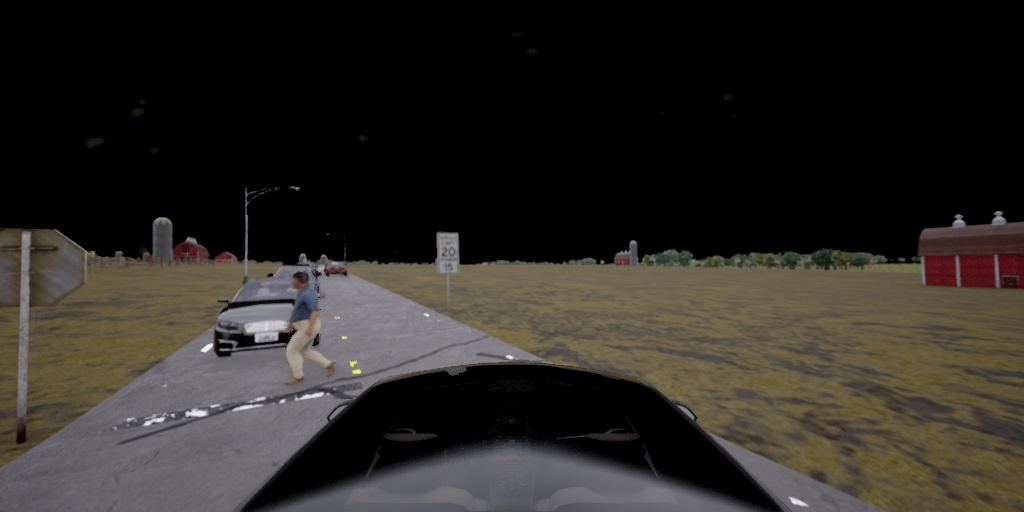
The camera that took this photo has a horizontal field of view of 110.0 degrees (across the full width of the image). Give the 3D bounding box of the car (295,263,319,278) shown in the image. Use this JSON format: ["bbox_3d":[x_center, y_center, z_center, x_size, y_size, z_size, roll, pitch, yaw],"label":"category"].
[{"bbox_3d":[-22.930,1.533,40.220,2.128,1.511,4.902,0,0,-29],"label":"car"}]

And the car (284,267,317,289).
[{"bbox_3d":[-15.118,1.493,25.807,1.895,1.301,4.718,0,0,-29],"label":"car"}]

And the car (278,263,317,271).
[{"bbox_3d":[-10.601,1.200,17.574,2.097,1.767,4.553,0,0,-29],"label":"car"}]

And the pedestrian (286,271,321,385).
[{"bbox_3d":[-3.300,1.077,5.715,0.375,1.860,0.375,2,-3,-29],"label":"pedestrian"}]

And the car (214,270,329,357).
[{"bbox_3d":[-5.872,1.296,8.988,2.128,1.511,4.902,0,0,-29],"label":"car"}]

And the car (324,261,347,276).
[{"bbox_3d":[-20.301,1.342,41.350,2.097,1.767,4.553,0,0,-29],"label":"car"}]
